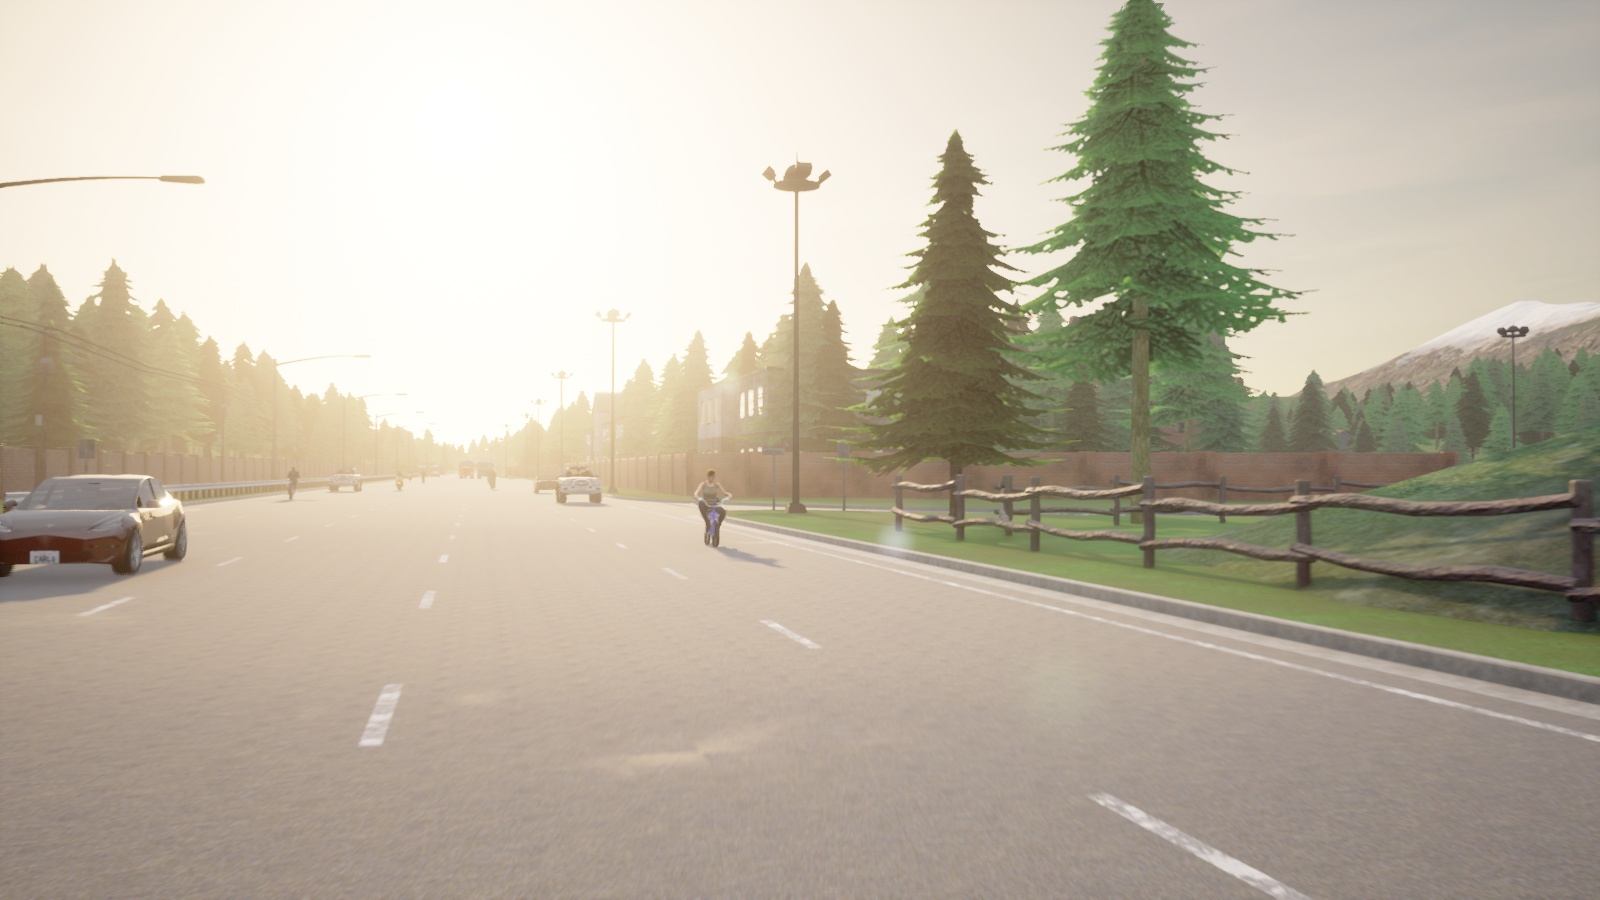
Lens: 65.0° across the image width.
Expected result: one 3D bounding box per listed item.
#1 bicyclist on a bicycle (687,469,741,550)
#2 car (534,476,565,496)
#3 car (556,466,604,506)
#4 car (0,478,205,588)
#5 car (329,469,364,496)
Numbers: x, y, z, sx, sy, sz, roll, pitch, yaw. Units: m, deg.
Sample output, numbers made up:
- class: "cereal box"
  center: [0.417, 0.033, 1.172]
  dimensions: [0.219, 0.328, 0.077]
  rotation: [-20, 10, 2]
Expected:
- class: "bicyclist on a bicycle"
  center: [-1.795, 1.207, 26.004]
  dimensions: [0.866, 1.612, 1.509]
  rotation: [0, -1, -14]
- class: "car"
  center: [-17.281, 2.481, 86.513]
  dimensions: [1.895, 1.301, 4.718]
  rotation: [0, -1, -14]
- class: "car"
  center: [-10.632, 1.720, 60.527]
  dimensions: [1.932, 1.855, 4.605]
  rotation: [0, -1, -14]
- class: "car"
  center: [-11.041, 1.204, 19.762]
  dimensions: [2.163, 1.488, 4.792]
  rotation: [0, -1, -14]
- class: "car"
  center: [-33.042, 2.355, 91.632]
  dimensions: [1.932, 1.855, 4.605]
  rotation: [0, -1, -14]
